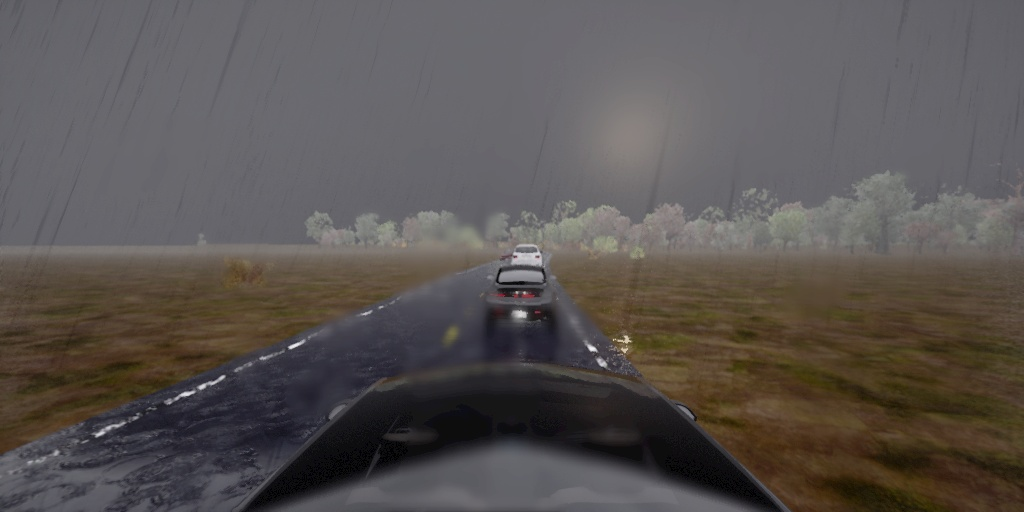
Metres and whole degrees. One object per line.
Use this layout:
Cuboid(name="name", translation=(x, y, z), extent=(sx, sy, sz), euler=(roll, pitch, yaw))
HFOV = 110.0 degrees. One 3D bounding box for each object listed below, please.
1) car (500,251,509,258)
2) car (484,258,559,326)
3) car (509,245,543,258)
Cuboid(name="car", translation=(-0.387, 0.006, 45.102), extent=(1.895, 1.301, 4.718), euler=(0, 2, 7))
Cuboid(name="car", translation=(0.288, 0.986, 10.471), extent=(1.837, 1.490, 4.892), euler=(0, 2, 2))
Cuboid(name="car", translation=(1.217, 0.158, 28.028), extent=(2.150, 2.045, 5.566), euler=(0, 2, 4))
